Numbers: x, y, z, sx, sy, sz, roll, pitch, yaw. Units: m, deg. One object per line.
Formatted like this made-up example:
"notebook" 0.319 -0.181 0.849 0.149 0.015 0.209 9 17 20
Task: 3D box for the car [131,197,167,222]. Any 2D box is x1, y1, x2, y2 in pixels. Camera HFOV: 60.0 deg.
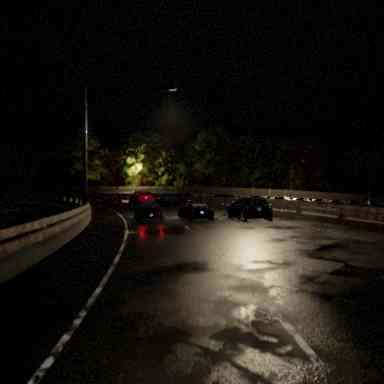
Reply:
"car" -3.285 1.350 24.721 1.812 1.442 4.674 0 1 -14

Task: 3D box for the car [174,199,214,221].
"car" 0.233 1.377 25.025 1.994 1.385 4.181 0 0 -13

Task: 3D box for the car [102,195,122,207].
"car" -10.985 1.167 45.673 1.882 1.535 5.008 0 1 -26

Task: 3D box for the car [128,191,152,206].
"car" -7.148 0.898 45.947 2.150 2.045 5.566 0 0 -26

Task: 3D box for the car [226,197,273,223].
"car" 4.029 1.161 24.098 2.097 1.767 4.553 0 0 -12

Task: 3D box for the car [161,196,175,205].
"car" -3.566 1.229 46.367 1.994 1.385 4.181 0 0 -24
